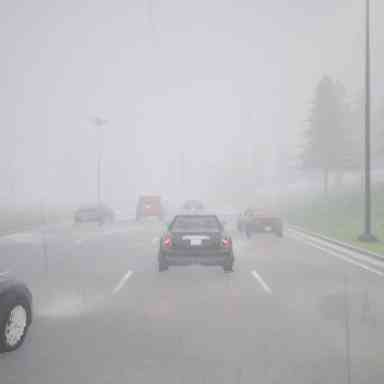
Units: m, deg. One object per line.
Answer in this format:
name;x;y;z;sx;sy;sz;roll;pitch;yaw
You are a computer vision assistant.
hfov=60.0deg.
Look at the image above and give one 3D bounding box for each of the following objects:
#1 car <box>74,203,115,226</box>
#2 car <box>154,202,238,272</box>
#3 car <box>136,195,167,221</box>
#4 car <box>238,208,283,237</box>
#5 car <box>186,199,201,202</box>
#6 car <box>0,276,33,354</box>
car;-6.885;1.553;23.932;2.128;1.511;4.902;0;0;0
car;0.107;1.380;11.074;2.097;1.767;4.553;0;0;0
car;-3.381;1.295;28.288;2.150;2.045;5.566;0;0;0
car;3.611;1.575;18.115;1.812;1.442;4.674;0;0;0
car;0.120;1.429;28.612;2.097;1.767;4.553;0;0;0
car;-3.397;1.513;3.259;1.837;1.490;4.892;0;0;0
